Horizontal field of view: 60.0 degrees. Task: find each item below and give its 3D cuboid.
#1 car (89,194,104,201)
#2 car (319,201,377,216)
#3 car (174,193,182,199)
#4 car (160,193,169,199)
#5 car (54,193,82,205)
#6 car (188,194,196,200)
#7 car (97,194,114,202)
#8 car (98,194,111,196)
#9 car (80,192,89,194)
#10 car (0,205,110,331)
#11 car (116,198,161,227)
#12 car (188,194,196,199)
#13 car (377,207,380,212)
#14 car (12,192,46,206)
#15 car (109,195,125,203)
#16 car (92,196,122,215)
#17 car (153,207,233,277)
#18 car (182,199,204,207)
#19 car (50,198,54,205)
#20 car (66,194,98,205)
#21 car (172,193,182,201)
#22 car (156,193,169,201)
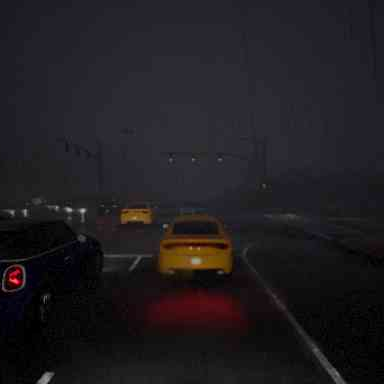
[{"bbox_3d":[-21.026,1.192,73.351,1.812,1.442,4.674,0,0,0],"label":"car"},{"bbox_3d":[14.106,1.474,30.071,4.718,1.301,1.895,0,0,3],"label":"car"},{"bbox_3d":[-3.530,1.004,85.367,1.837,1.490,4.892,0,0,0],"label":"car"},{"bbox_3d":[-7.030,1.004,85.365,1.837,1.490,4.892,0,0,0],"label":"car"},{"bbox_3d":[-17.584,1.316,47.608,1.812,1.442,4.674,0,0,0],"label":"car"},{"bbox_3d":[-0.030,1.155,85.365,2.033,1.411,5.357,0,0,0],"label":"car"},{"bbox_3d":[-17.524,1.221,67.768,2.128,1.511,4.902,0,0,0],"label":"car"},{"bbox_3d":[-14.064,1.247,52.182,1.882,1.535,5.008,0,0,0],"label":"car"},{"bbox_3d":[-17.520,1.235,57.684,2.128,1.511,4.902,0,0,0],"label":"car"},{"bbox_3d":[-3.402,1.330,6.967,2.097,1.767,4.553,0,0,0],"label":"car"},{"bbox_3d":[-3.408,1.387,22.264,1.882,1.535,5.008,0,0,0],"label":"car"},{"bbox_3d":[-0.026,1.187,75.408,2.128,1.511,4.902,0,0,0],"label":"car"},{"bbox_3d":[17.938,1.382,26.417,4.902,1.511,2.128,0,0,2],"label":"car"},{"bbox_3d":[-21.096,1.032,43.375,2.150,2.045,5.566,0,0,0],"label":"car"},{"bbox_3d":[-14.022,1.324,62.158,1.895,1.301,4.718,0,0,0],"label":"car"},{"bbox_3d":[-6.911,1.366,29.616,2.128,1.511,4.902,0,0,0],"label":"car"},{"bbox_3d":[0.094,1.444,10.182,1.882,1.535,5.008,0,0,0],"label":"car"},{"bbox_3d":[0.090,1.484,27.826,1.895,1.301,4.718,0,0,0],"label":"car"},{"bbox_3d":[-21.031,1.256,53.231,2.128,1.511,4.902,0,0,0],"label":"car"},{"bbox_3d":[-14.067,1.318,42.865,1.837,1.490,4.892,0,0,-1],"label":"car"},{"bbox_3d":[-3.526,1.127,74.947,1.882,1.535,5.008,0,0,0],"label":"car"},{"bbox_3d":[-7.026,1.176,74.946,2.128,1.511,4.902,0,0,0],"label":"car"}]
